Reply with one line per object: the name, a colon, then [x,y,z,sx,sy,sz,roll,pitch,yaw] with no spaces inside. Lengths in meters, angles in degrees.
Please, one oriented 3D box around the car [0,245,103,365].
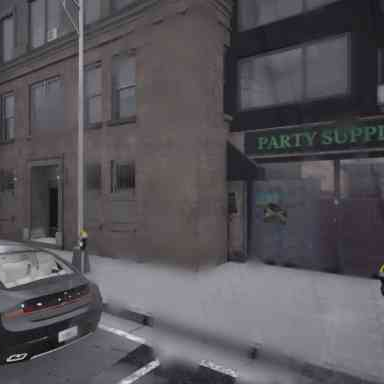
car: [-3.335,1.550,5.457,4.403,1.369,2.008,0,0,36]
